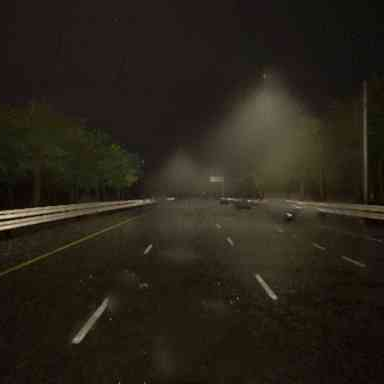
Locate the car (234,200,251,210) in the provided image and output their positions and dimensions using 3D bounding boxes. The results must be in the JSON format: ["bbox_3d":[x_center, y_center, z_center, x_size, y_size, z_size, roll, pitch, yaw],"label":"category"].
[{"bbox_3d":[7.123,1.841,47.371,2.033,1.411,5.357,0,-1,0],"label":"car"}]

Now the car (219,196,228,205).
[{"bbox_3d":[7.332,2.244,77.763,1.994,1.385,4.181,0,-1,0],"label":"car"}]

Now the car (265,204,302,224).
[{"bbox_3d":[7.038,1.654,25.890,1.994,1.385,4.181,0,0,0],"label":"car"}]
